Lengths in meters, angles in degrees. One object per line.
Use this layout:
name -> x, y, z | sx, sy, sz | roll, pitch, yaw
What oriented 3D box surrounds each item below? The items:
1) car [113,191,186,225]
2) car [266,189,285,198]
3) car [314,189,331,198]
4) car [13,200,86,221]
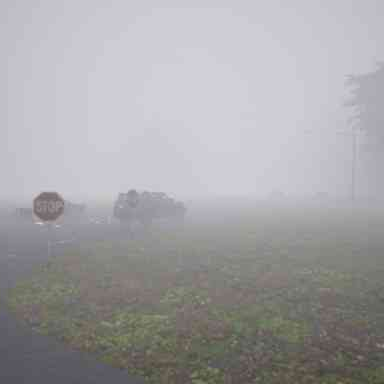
car -> -2.710, 0.970, 22.266 | 2.150, 2.045, 5.566 | 2, 3, 36
car -> 14.725, 0.247, 58.634 | 1.882, 1.535, 5.008 | 2, 3, 36
car -> 24.059, 0.306, 61.638 | 1.812, 1.442, 4.674 | 2, 2, 29
car -> -10.163, 1.221, 23.905 | 1.895, 1.301, 4.718 | 2, 3, 36
